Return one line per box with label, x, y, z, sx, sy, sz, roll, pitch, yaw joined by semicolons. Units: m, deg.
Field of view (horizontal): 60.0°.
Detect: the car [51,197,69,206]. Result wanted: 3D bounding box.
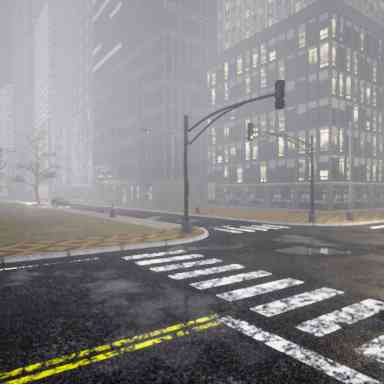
car;-21.611;1.551;54.287;2.033;1.411;5.357;0;0;-35
